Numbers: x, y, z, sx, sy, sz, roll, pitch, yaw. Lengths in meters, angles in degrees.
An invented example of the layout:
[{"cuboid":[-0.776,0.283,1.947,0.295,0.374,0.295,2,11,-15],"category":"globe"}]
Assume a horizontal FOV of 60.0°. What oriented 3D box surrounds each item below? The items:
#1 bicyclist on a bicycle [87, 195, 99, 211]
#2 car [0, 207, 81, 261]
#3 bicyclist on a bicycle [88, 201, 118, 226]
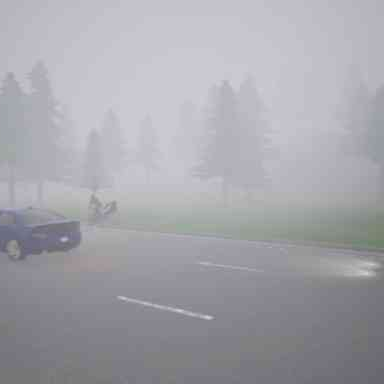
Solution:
[{"cuboid":[-5.293,0.976,18.302,0.582,1.620,1.656,-4,5,16],"category":"bicyclist on a bicycle"},{"cuboid":[-5.971,1.243,11.284,5.008,1.535,1.882,1,1,31],"category":"car"},{"cuboid":[-4.490,1.052,17.749,1.620,0.582,1.656,-45,-12,15],"category":"bicyclist on a bicycle"}]
